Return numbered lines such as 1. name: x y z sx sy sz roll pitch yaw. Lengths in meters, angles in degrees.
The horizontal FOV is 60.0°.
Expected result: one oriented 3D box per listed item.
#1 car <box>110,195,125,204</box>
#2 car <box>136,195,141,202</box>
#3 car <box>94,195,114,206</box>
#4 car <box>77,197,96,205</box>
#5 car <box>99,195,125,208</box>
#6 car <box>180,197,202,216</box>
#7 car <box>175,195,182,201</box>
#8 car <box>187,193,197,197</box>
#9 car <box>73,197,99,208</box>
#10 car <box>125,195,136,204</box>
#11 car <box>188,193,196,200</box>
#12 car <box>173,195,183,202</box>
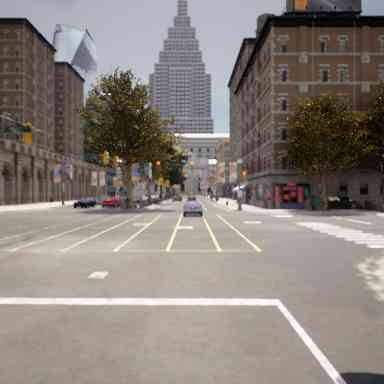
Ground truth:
1. car: -15.015 1.470 67.012 1.882 1.535 5.008 0 0 0
2. car: -11.515 1.345 67.818 2.097 1.767 4.553 0 0 0
3. car: -15.013 1.346 56.912 2.097 1.767 4.553 0 0 0
4. car: -18.262 1.588 57.918 1.895 1.301 4.718 0 0 0
5. car: -11.580 1.472 48.031 1.882 1.535 5.008 0 0 0
6. car: 0.093 1.544 32.888 2.033 1.411 5.357 0 0 0
7. car: -3.519 1.491 87.422 1.837 1.490 4.892 0 0 0
8. car: -0.017 1.341 78.339 2.097 1.767 4.553 0 0 0
9. car: -15.083 1.596 46.804 1.895 1.301 4.718 0 0 0
10. car: -11.513 1.498 57.828 1.837 1.490 4.892 0 0 0
11. car: -0.019 1.178 87.093 2.097 1.767 4.553 0 0 0
12. car: -3.517 1.531 77.936 2.033 1.411 5.357 0 0 0
